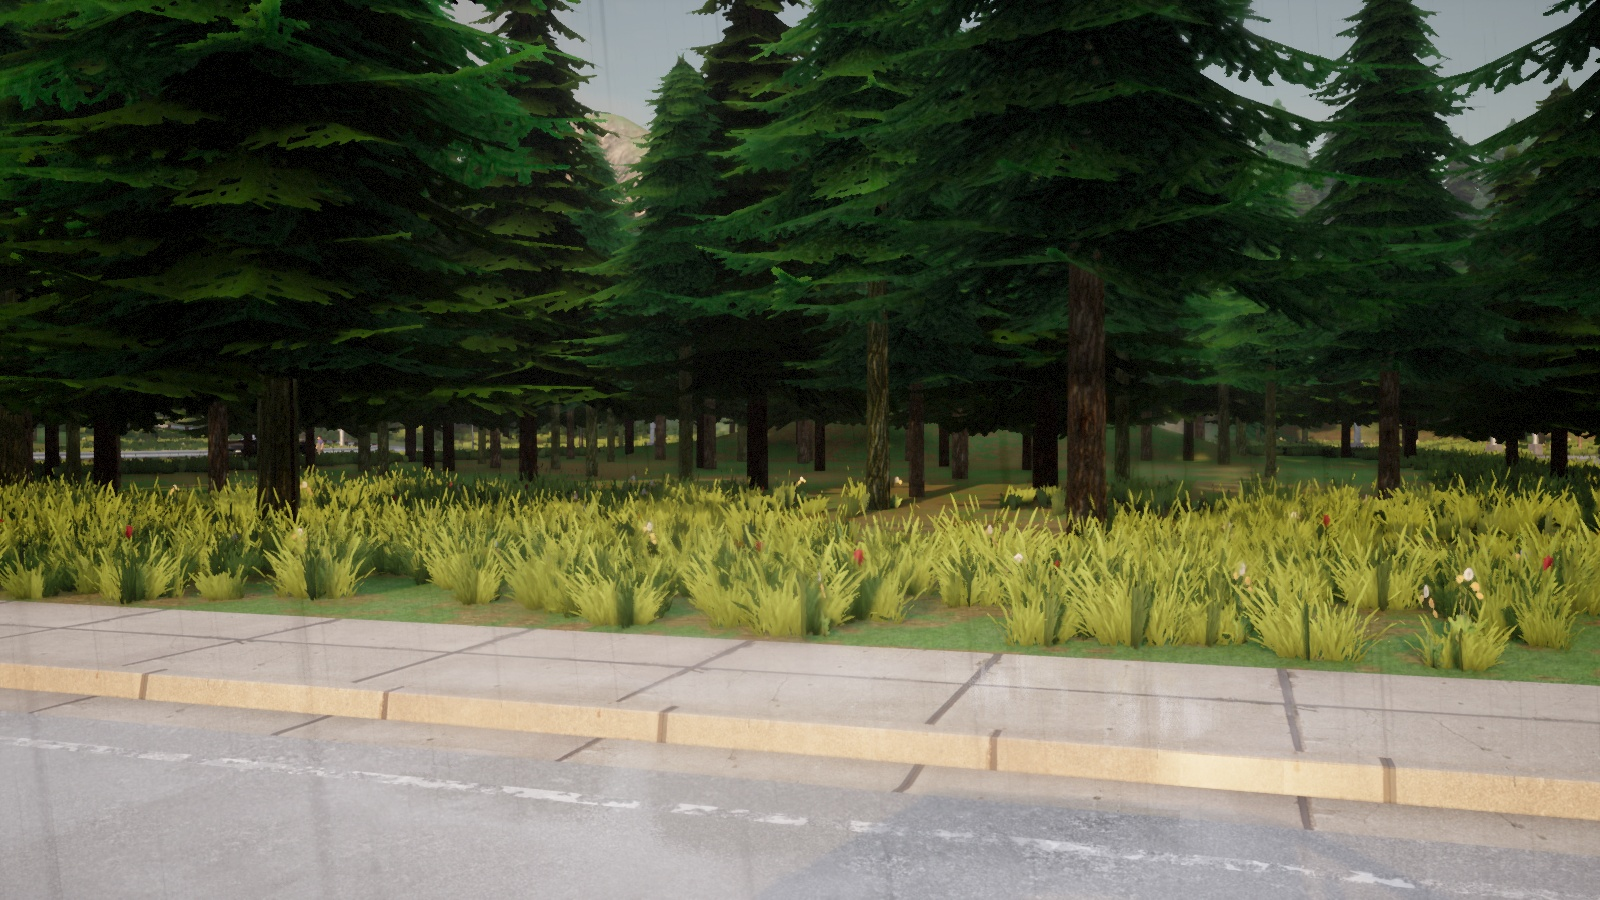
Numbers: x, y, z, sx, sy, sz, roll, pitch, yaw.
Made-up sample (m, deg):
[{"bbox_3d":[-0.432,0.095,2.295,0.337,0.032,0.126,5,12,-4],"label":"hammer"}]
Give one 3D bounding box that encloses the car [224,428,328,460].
[{"bbox_3d":[-25.986,-0.320,62.462,1.882,1.535,5.008,1,1,20],"label":"car"}]
